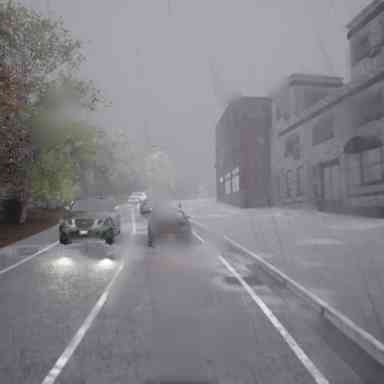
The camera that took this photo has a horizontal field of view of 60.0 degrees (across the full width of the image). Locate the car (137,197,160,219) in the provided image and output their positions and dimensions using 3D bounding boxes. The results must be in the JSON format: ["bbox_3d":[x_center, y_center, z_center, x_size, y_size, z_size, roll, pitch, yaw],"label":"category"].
[{"bbox_3d":[-4.089,1.525,32.846,1.994,1.385,4.181,1,0,-11],"label":"car"}]

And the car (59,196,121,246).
[{"bbox_3d":[-4.594,1.210,15.762,2.150,2.045,5.566,1,0,-8],"label":"car"}]

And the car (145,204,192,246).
[{"bbox_3d":[-1.119,1.525,15.373,1.837,1.490,4.892,1,0,-7],"label":"car"}]

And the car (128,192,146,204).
[{"bbox_3d":[-9.500,1.027,58.112,2.150,2.045,5.566,-1,0,5],"label":"car"}]
